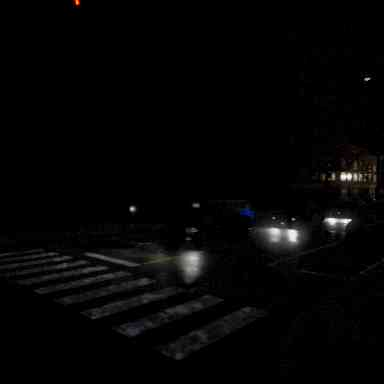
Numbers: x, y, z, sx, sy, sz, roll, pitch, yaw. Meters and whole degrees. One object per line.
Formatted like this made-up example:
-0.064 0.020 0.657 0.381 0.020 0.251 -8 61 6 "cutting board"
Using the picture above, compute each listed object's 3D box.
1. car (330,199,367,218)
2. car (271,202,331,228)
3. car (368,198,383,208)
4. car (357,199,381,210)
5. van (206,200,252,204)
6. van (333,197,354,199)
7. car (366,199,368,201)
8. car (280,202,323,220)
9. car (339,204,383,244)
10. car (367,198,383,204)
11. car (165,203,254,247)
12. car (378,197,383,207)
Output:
14.215 1.654 30.613 1.994 1.385 4.181 0 0 43 "car"
7.529 1.617 23.163 2.033 1.411 5.357 0 0 42 "car"
28.247 1.646 50.200 1.752 1.417 4.829 -1 -1 42 "car"
24.646 1.678 46.173 1.947 1.339 4.313 -1 -1 42 "car"
2.356 1.388 21.250 1.690 1.788 3.998 -1 -1 42 "van"
17.215 1.432 37.866 1.690 1.788 3.998 -1 -1 42 "van"
20.818 1.627 41.892 1.752 1.417 4.829 -1 -1 42 "car"
9.787 1.620 29.556 2.008 1.369 4.403 -1 -1 42 "car"
8.706 1.529 15.561 1.967 1.590 4.097 -1 -1 42 "car"
12.420 1.416 19.717 2.192 1.841 5.009 -1 -1 42 "car"
0.915 1.526 15.764 1.882 1.535 5.008 0 0 42 "car"
32.075 1.570 54.482 1.967 1.590 4.097 -1 -1 42 "car"
